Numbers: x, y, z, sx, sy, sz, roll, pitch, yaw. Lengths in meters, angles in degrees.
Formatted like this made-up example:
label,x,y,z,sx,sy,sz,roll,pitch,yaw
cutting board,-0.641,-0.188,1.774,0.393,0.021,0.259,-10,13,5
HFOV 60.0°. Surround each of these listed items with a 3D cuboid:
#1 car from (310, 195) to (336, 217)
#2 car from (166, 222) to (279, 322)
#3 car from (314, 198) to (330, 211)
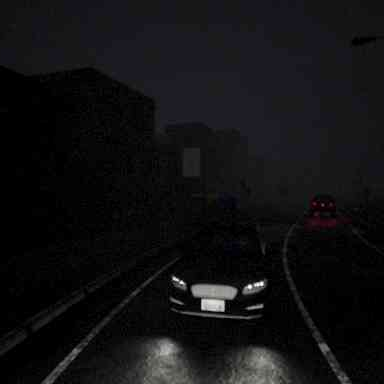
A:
label,x,y,z,sx,sy,sz,roll,pitch,yaw
car,12.648,1.273,32.165,2.150,2.045,5.566,0,0,21
car,0.838,1.488,7.544,2.128,1.511,4.902,0,0,12
car,16.455,1.593,42.054,1.812,1.442,4.674,0,0,22
